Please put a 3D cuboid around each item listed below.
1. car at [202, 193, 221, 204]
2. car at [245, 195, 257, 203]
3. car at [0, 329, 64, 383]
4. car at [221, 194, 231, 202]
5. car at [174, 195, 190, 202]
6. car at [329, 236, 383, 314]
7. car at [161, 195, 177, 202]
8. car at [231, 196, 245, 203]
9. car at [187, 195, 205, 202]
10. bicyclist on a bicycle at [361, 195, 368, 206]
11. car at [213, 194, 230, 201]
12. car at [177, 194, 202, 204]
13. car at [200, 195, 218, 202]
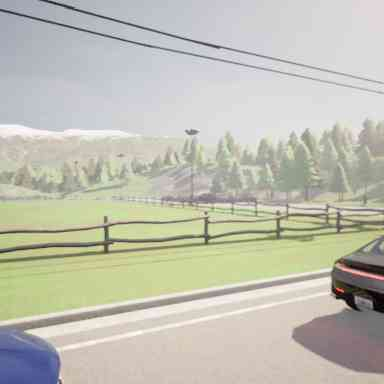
[{"bbox_3d":[2.789,1.217,65.333,2.150,2.045,5.566,0,0,-28],"label":"car"},{"bbox_3d":[11.844,1.492,70.668,1.837,1.490,4.892,0,0,-28],"label":"car"},{"bbox_3d":[-3.231,1.526,1.921,4.674,1.442,1.812,0,0,-28],"label":"car"},{"bbox_3d":[5.458,1.558,67.768,1.994,1.385,4.181,0,0,-28],"label":"car"},{"bbox_3d":[-2.249,1.468,74.807,1.812,1.442,4.674,0,0,-28],"label":"car"},{"bbox_3d":[4.787,1.490,6.275,4.902,1.511,2.128,0,0,-28],"label":"car"},{"bbox_3d":[-5.340,1.445,73.164,1.837,1.490,4.892,0,0,-28],"label":"car"},{"bbox_3d":[8.563,1.546,69.385,1.994,1.385,4.181,0,0,-28],"label":"car"},{"bbox_3d":[0.841,1.419,76.450,1.882,1.535,5.008,0,0,-28],"label":"car"},{"bbox_3d":[26.684,1.293,51.422,1.656,1.620,0.582,0,0,-28],"label":"bicyclist on a bicycle"},{"bbox_3d":[7.036,1.292,79.710,2.097,1.767,4.553,0,0,-28],"label":"car"},{"bbox_3d":[-0.572,1.348,64.199,2.097,1.767,4.553,0,0,-28],"label":"car"},{"bbox_3d":[3.932,1.462,78.093,2.128,1.511,4.902,0,0,-28],"label":"car"}]
